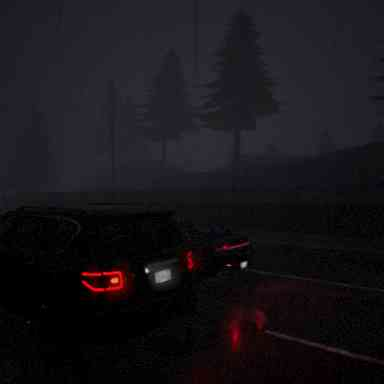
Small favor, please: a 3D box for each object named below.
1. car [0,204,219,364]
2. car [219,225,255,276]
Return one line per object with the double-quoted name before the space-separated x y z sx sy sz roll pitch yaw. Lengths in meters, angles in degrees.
"car" -2.451 1.250 6.189 5.566 2.045 2.150 -1 0 40
"car" -0.647 1.495 9.288 4.902 1.511 2.128 -1 0 40
